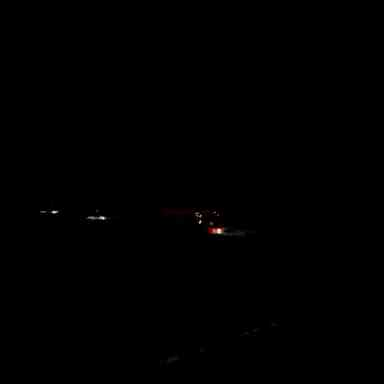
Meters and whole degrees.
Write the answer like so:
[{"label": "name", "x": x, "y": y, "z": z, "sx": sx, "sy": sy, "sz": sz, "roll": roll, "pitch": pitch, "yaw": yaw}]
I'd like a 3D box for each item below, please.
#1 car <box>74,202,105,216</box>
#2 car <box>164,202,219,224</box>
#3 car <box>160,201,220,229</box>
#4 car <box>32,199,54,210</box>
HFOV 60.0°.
[{"label": "car", "x": -10.979, "y": 1.792, "z": 35.607, "sx": 1.994, "sy": 1.385, "sz": 4.181, "roll": 0, "pitch": -1, "yaw": -40}, {"label": "car", "x": -0.140, "y": 1.646, "z": 27.342, "sx": 1.837, "sy": 1.490, "sz": 4.892, "roll": 0, "pitch": -1, "yaw": -40}, {"label": "car", "x": -0.204, "y": 1.460, "z": 22.871, "sx": 2.097, "sy": 1.767, "sz": 4.553, "roll": 0, "pitch": -1, "yaw": -40}, {"label": "car", "x": -21.738, "y": 1.755, "z": 48.462, "sx": 1.882, "sy": 1.535, "sz": 5.008, "roll": 0, "pitch": -1, "yaw": -40}]
